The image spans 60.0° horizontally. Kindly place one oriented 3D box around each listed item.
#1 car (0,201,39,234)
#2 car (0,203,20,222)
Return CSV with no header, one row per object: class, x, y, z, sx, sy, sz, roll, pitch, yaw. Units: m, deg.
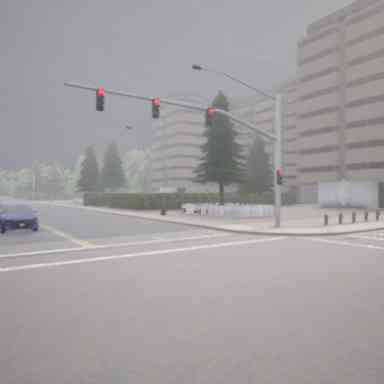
car,-10.603,1.525,20.117,1.882,1.535,5.008,0,0,-34
car,-15.773,1.669,27.883,1.895,1.301,4.718,0,0,-34
